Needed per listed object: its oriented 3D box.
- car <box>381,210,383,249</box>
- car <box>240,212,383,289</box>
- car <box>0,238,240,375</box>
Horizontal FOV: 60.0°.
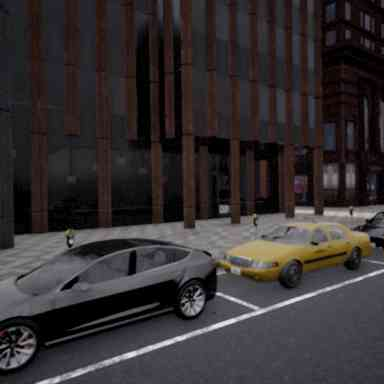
[{"bbox_3d":[7.623,1.319,12.210,4.313,1.339,1.947,-1,1,-36],"label":"car"},{"bbox_3d":[2.923,1.387,8.802,4.829,1.417,1.752,-1,1,-36],"label":"car"},{"bbox_3d":[-1.501,1.531,5.595,4.313,1.339,1.947,-1,1,-36],"label":"car"}]
